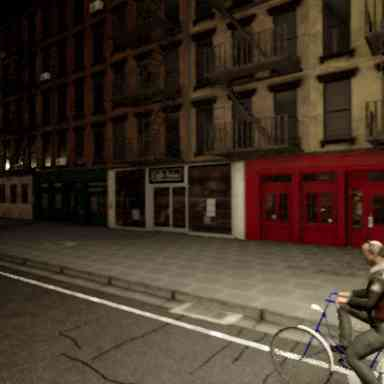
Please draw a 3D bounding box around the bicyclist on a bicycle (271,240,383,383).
[{"bbox_3d":[1.676,1.373,3.465,1.843,1.776,0.659,0,0,36],"label":"bicyclist on a bicycle"}]
